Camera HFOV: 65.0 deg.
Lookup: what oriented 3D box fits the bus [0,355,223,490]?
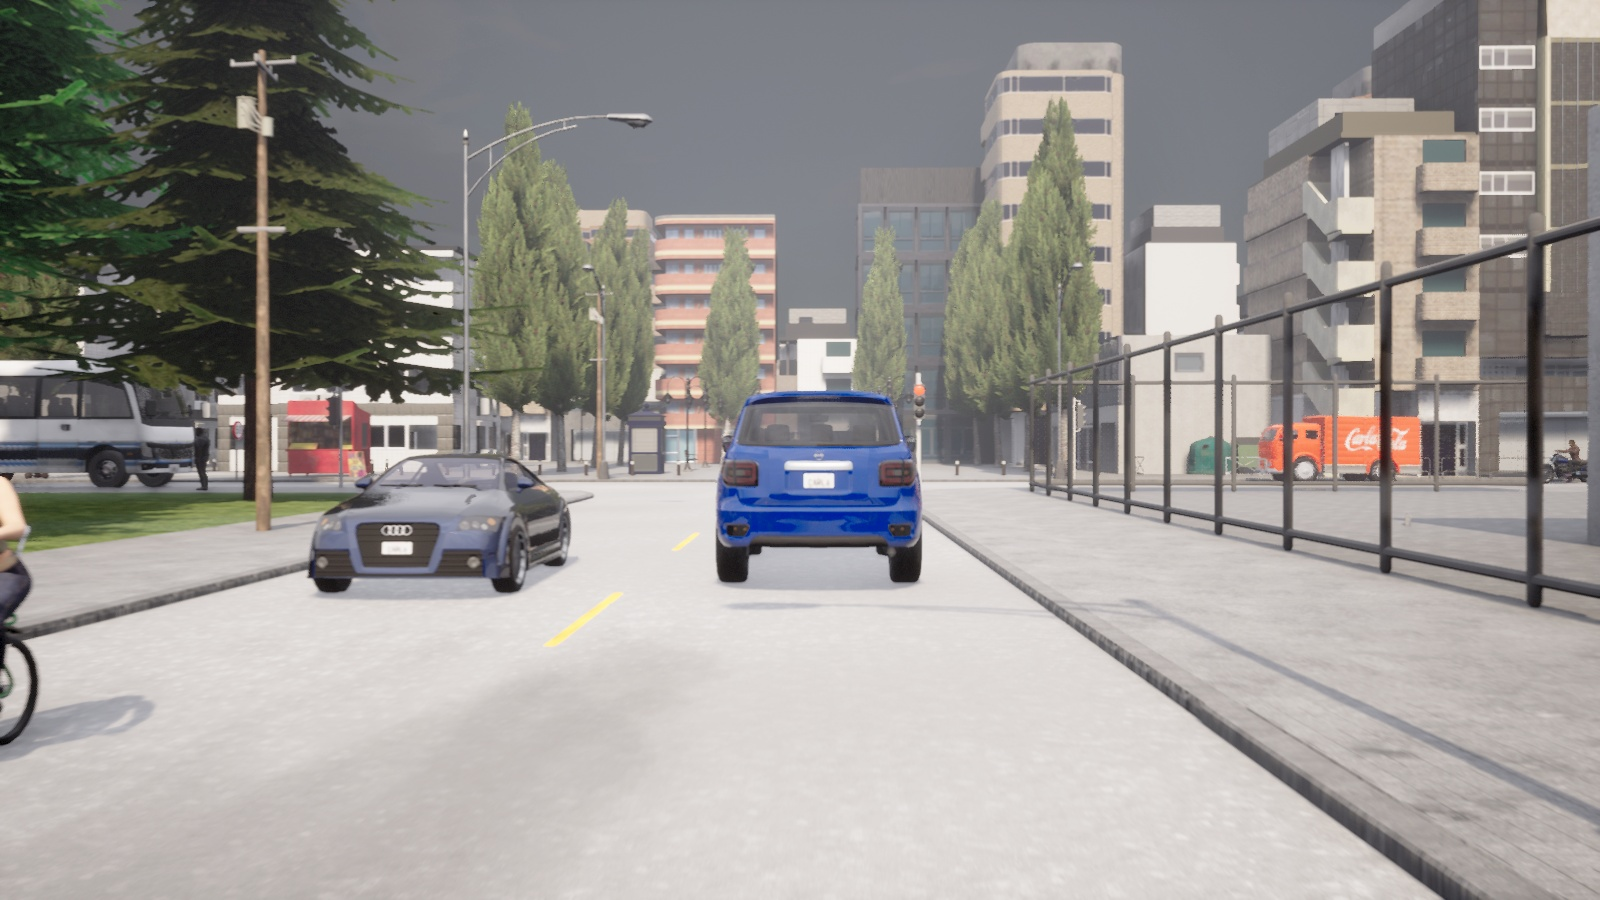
[{"bbox_3d":[-25.240,-0.888,41.828,10.273,4.253,3.944,0,0,2],"label":"bus"}]

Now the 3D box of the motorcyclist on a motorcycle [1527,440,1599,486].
[{"bbox_3d":[27.561,0.466,45.170,2.350,1.649,0.766,0,0,1],"label":"motorcyclist on a motorcycle"}]

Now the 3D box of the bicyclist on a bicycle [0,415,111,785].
[{"bbox_3d":[-3.915,0.649,5.573,0.866,1.612,1.509,0,2,0],"label":"bicyclist on a bicycle"}]

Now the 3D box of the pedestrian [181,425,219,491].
[{"bbox_3d":[-17.301,0.237,36.219,0.849,1.883,0.563,0,0,-8],"label":"pedestrian"}]

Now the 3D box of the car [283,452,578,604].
[{"bbox_3d":[-3.806,0.730,13.755,1.994,1.385,4.181,0,0,0],"label":"car"}]

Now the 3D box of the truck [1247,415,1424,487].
[{"bbox_3d":[19.209,0.032,45.269,5.204,2.467,2.627,1,0,0],"label":"truck"}]

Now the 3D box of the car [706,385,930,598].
[{"bbox_3d":[0.213,0.382,14.852,2.150,2.045,5.566,0,0,1],"label":"car"}]
